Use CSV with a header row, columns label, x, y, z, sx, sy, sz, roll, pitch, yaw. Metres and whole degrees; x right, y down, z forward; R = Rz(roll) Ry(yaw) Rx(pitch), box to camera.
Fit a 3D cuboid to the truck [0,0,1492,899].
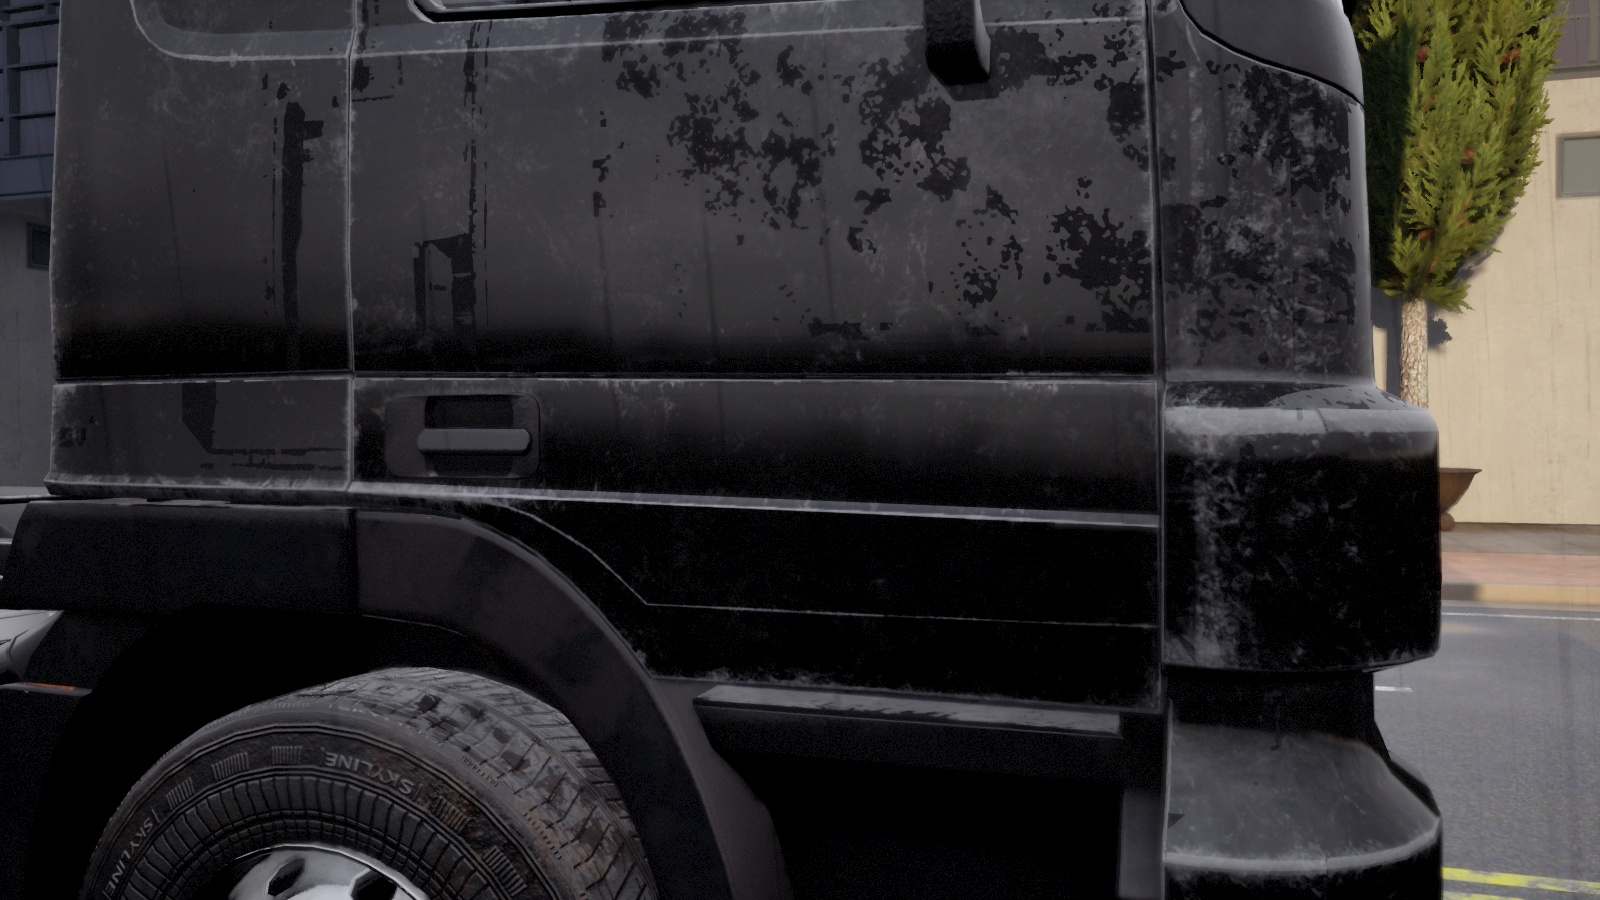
label,x,y,z,sx,sy,sz,roll,pitch,yaw
truck,-2.510,-0.230,4.057,7.936,3.462,2.891,1,1,19
